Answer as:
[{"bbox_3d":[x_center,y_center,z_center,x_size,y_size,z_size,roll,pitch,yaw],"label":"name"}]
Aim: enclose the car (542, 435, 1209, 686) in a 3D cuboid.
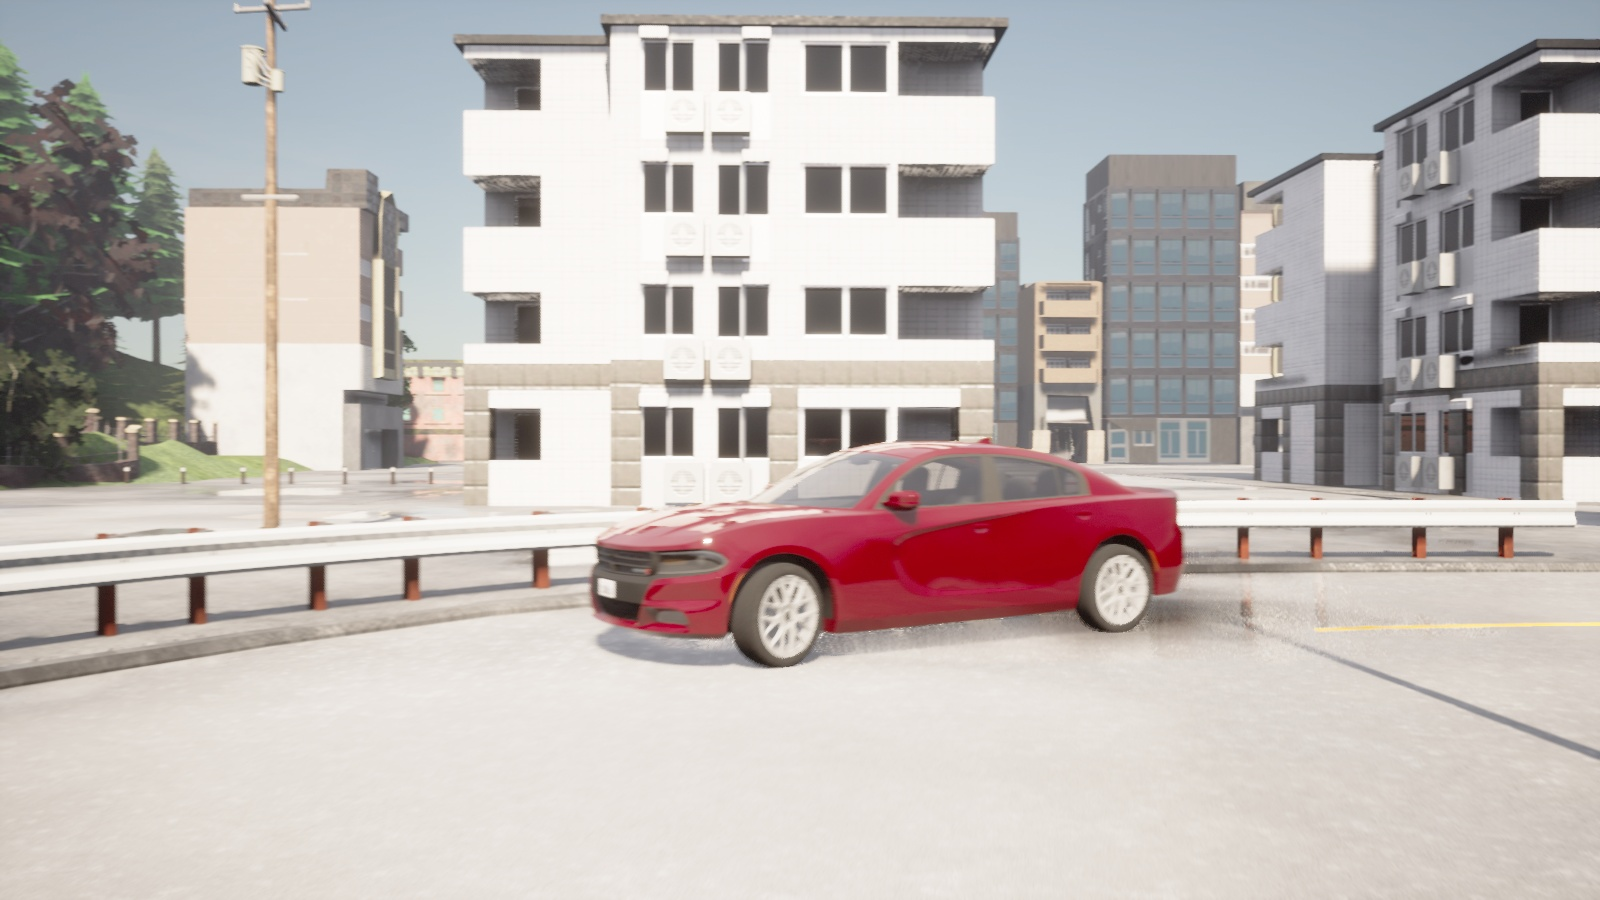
[{"bbox_3d":[0.718,0.671,9.783,5.008,1.535,1.882,0,0,-31],"label":"car"}]
